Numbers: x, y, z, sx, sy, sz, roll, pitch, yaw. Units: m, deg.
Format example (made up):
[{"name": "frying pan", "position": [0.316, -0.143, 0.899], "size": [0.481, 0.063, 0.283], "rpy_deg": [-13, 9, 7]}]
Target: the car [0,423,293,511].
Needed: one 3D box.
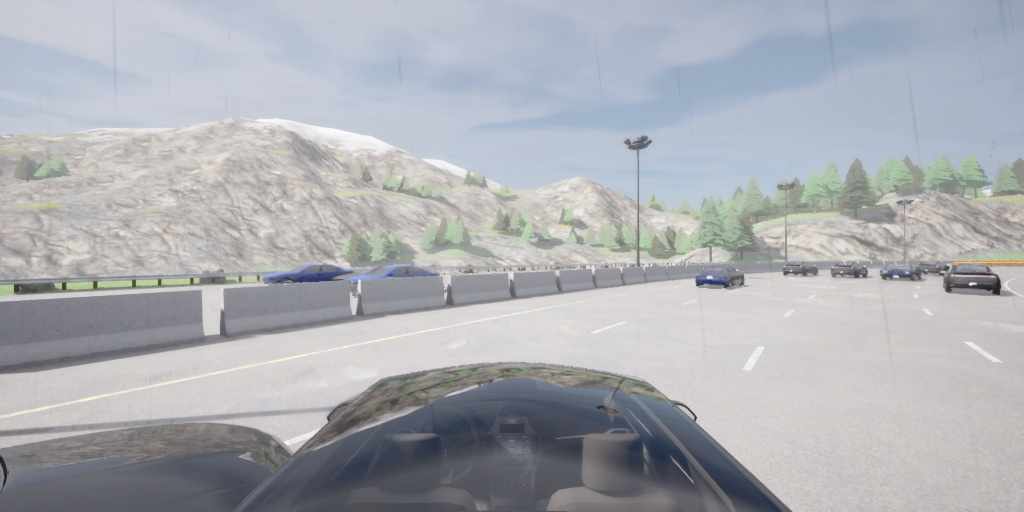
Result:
[{"name": "car", "position": [-2.982, 1.255, 0.515], "size": [4.892, 1.490, 1.837], "rpy_deg": [0, 0, -45]}]

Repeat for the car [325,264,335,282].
[{"name": "car", "position": [-7.971, 1.297, 21.784], "size": [2.033, 1.411, 5.357], "rpy_deg": [0, 0, 42]}]

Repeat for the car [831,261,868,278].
[{"name": "car", "position": [31.368, 1.241, 33.332], "size": [4.902, 1.511, 2.128], "rpy_deg": [0, 0, -35]}]

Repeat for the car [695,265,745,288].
[{"name": "car", "position": [13.771, 1.313, 23.641], "size": [4.181, 1.385, 1.994], "rpy_deg": [0, 0, -43]}]

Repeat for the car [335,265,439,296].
[{"name": "car", "position": [-6.079, 1.227, 18.571], "size": [1.882, 1.535, 5.008], "rpy_deg": [0, 0, 41]}]

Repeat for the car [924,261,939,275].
[{"name": "car", "position": [43.305, 1.241, 36.857], "size": [4.902, 1.511, 2.128], "rpy_deg": [0, 0, -31]}]

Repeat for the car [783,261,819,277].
[{"name": "car", "position": [28.881, 1.241, 35.861], "size": [4.902, 1.511, 2.128], "rpy_deg": [0, 0, -35]}]

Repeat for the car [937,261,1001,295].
[{"name": "car", "position": [25.479, 1.241, 19.963], "size": [4.902, 1.511, 2.128], "rpy_deg": [0, 0, -40]}]

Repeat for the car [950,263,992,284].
[{"name": "car", "position": [35.538, 1.276, 27.715], "size": [4.674, 1.442, 1.812], "rpy_deg": [0, 0, -36]}]

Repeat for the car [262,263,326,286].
[{"name": "car", "position": [-12.337, 1.227, 22.034], "size": [1.882, 1.535, 5.008], "rpy_deg": [0, 0, 41]}]

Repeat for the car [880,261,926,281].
[{"name": "car", "position": [32.302, 1.351, 29.723], "size": [4.718, 1.301, 1.895], "rpy_deg": [0, 0, -35]}]
